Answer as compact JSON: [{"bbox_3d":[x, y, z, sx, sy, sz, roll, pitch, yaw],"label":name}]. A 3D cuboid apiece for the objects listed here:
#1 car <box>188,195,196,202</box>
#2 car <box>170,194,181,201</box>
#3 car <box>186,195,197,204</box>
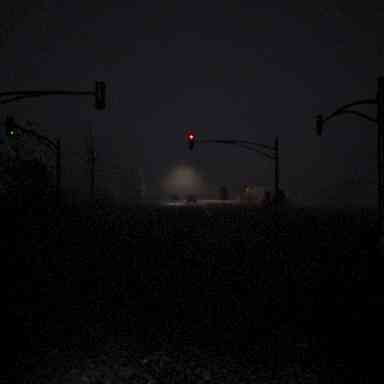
[{"bbox_3d":[-0.083,1.467,78.090,1.837,1.490,4.892,0,0,0],"label":"car"},{"bbox_3d":[-3.577,1.234,72.256,1.837,1.490,4.892,0,0,0],"label":"car"},{"bbox_3d":[-0.072,1.460,68.055,2.097,1.767,4.553,0,0,0],"label":"car"}]
